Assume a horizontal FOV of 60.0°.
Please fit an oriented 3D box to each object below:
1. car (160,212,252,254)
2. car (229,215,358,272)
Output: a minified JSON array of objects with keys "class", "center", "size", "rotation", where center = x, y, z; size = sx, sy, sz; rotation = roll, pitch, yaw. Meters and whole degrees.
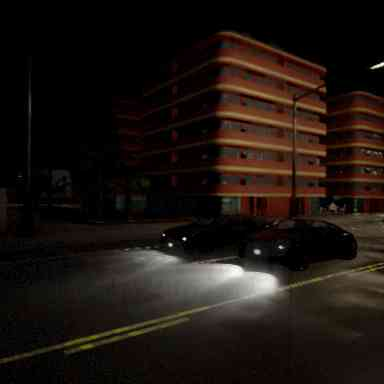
[{"class":"car","center":[1.391,1.545,13.595],"size":[5.357,1.411,2.033],"rotation":[0,0,-36]},{"class":"car","center":[3.513,1.562,10.810],"size":[4.181,1.385,1.994],"rotation":[0,0,-36]}]
